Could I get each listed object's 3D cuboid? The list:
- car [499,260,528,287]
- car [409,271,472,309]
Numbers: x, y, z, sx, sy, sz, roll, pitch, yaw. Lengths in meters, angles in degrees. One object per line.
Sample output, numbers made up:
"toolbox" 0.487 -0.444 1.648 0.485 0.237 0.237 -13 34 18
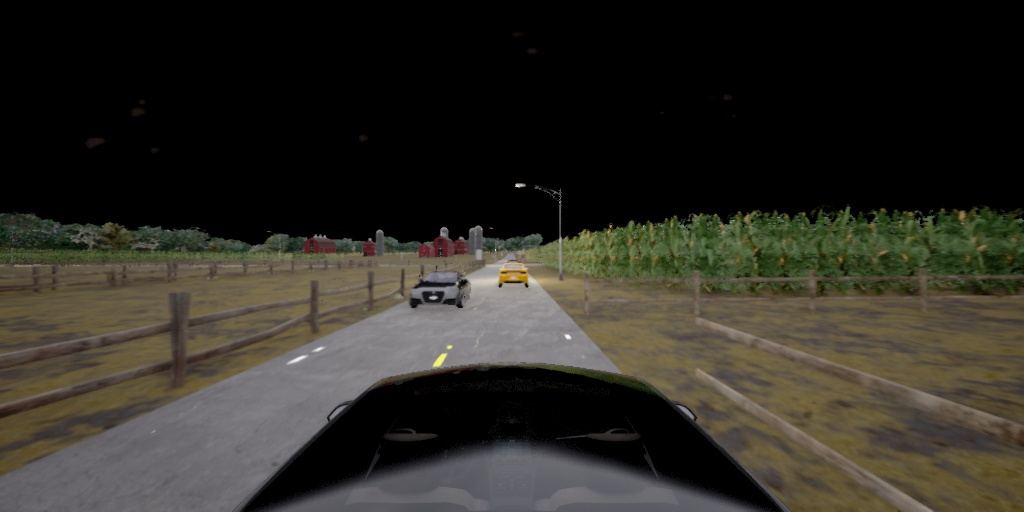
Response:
"car" 0.102 1.215 24.648 1.882 1.535 5.008 0 0 0
"car" -2.826 1.307 14.868 1.994 1.385 4.181 0 0 0
